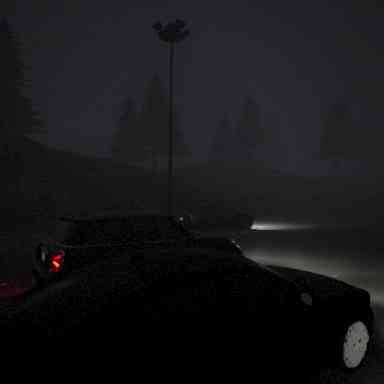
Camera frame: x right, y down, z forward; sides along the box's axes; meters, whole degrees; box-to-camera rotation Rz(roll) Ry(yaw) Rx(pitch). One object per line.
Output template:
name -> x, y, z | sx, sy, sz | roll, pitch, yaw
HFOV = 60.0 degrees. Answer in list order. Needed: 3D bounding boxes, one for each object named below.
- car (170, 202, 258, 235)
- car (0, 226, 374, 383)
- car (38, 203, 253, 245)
car -> 1.174, 1.269, 17.201 | 4.181, 1.385, 1.994 | 0, 1, -34
car -> 0.118, 1.404, 3.849 | 5.008, 1.535, 1.882 | 0, 1, -34
car -> -0.980, 1.206, 7.323 | 4.553, 1.767, 2.097 | 0, 1, -34
